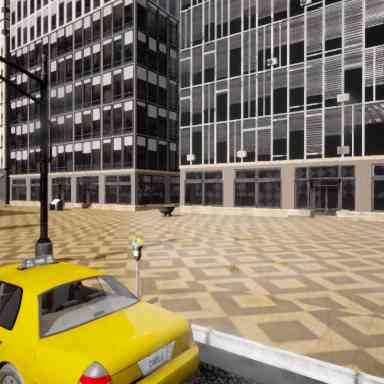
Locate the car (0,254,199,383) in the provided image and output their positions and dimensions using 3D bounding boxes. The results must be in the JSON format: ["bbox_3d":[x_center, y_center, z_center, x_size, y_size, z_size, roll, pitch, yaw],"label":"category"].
[{"bbox_3d":[-2.201,1.525,4.462,4.829,1.417,1.752,0,0,36],"label":"car"}]
